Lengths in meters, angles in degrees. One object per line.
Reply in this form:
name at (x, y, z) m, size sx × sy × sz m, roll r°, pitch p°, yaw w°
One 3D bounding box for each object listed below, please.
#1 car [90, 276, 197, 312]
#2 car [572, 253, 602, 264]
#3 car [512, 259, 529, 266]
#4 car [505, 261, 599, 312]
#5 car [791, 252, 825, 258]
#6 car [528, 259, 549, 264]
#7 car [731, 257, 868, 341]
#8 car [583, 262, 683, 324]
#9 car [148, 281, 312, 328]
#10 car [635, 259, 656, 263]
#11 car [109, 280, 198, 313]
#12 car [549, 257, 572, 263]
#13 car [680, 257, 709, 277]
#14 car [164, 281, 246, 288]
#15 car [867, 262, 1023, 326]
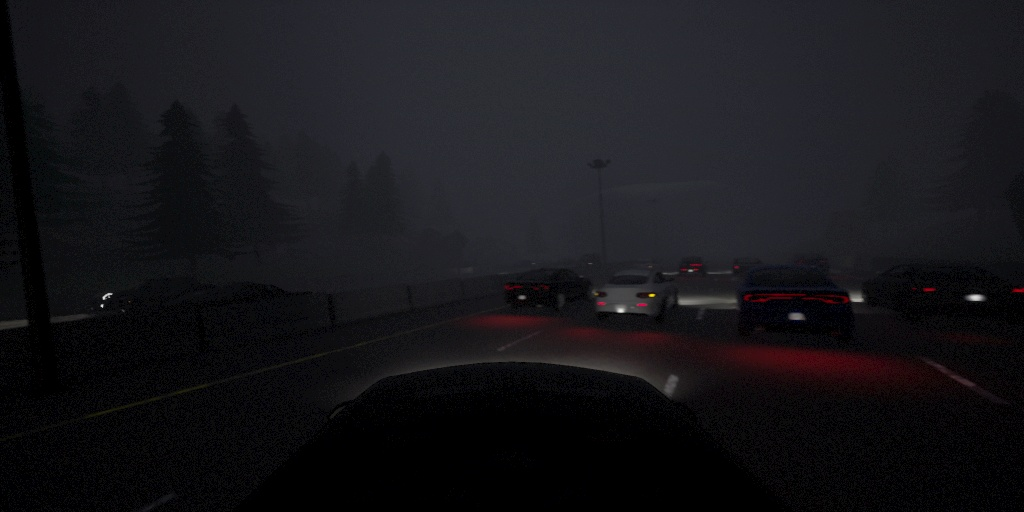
car at (-19.716, 1.984, 19.756) m, size 2.097 × 1.767 × 4.553 m, roll -3°, pitch 0°, yaw 31°
car at (10.769, 0.577, 49.703) m, size 2.150 × 2.045 × 5.566 m, roll -3°, pitch -1°, yaw 31°
car at (1.821, 1.229, 55.164) m, size 1.882 × 1.535 × 5.008 m, roll -3°, pitch -1°, yaw 31°
car at (1.609, 1.180, 14.074) m, size 1.882 × 1.535 × 5.008 m, roll -3°, pitch 0°, yaw 31°
car at (20.443, 0.497, 24.930) m, size 1.882 × 1.535 × 5.008 m, roll -3°, pitch -1°, yaw 31°
car at (4.797, 1.150, 53.322) m, size 1.895 × 1.301 × 4.718 m, roll -3°, pitch -1°, yaw 31°
car at (6.658, 0.948, 8.906) m, size 1.882 × 1.535 × 5.008 m, roll -3°, pitch 0°, yaw 31°
car at (3.997, 1.117, 11.261) m, size 1.812 × 1.442 × 4.674 m, roll -3°, pitch 0°, yaw 31°
car at (-10.769, 1.835, 14.259) m, size 1.895 × 1.301 × 4.718 m, roll -3°, pitch 0°, yaw 31°
car at (11.207, 0.951, 29.953) m, size 1.812 × 1.442 × 4.674 m, roll -3°, pitch -1°, yaw 31°
car at (-16.562, 2.093, 18.198) m, size 1.895 × 1.301 × 4.718 m, roll -3°, pitch 0°, yaw 31°
car at (7.799, 0.922, 51.534) m, size 2.033 × 1.411 × 5.357 m, roll -3°, pitch -1°, yaw 31°
car at (14.281, 0.795, 28.255) m, size 1.837 × 1.490 × 4.892 m, roll -3°, pitch -1°, yaw 31°
car at (-13.190, 1.908, 17.016) m, size 1.994 × 1.385 × 4.181 m, roll -3°, pitch 0°, yaw 31°
car at (11.130, 0.848, 9.535) m, size 1.994 × 1.385 × 4.181 m, roll -3°, pitch 0°, yaw 31°
